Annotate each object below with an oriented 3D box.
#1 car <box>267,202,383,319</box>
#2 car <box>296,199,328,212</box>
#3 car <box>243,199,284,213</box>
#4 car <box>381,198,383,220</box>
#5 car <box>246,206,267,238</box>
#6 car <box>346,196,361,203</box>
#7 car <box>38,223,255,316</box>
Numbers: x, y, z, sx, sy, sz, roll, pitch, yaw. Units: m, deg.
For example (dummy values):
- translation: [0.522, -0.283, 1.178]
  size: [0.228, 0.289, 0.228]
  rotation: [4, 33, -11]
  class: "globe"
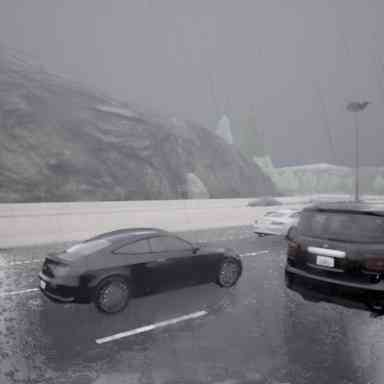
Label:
- translation: [4.310, 1.229, 7.112]
  size: [5.566, 2.045, 2.150]
  rotation: [0, 0, -38]
  class: "car"
- translation: [14.482, 1.611, 40.024]
  size: [1.994, 1.385, 4.181]
  rotation: [0, 0, 44]
  class: "car"
- translation: [8.418, 1.600, 38.824]
  size: [5.357, 1.411, 2.033]
  rotation: [0, 0, -44]
  class: "car"
- translation: [17.979, 1.378, 28.377]
  size: [4.553, 1.767, 2.097]
  rotation: [0, 0, -44]
  class: "car"
- translation: [5.013, 1.547, 16.659]
  size: [4.674, 1.442, 1.812]
  rotation: [0, 0, -39]
  class: "car"
- translation: [34.036, 1.525, 69.986]
  size: [2.128, 1.511, 4.902]
  rotation: [0, 0, 34]
  class: "car"
- translation: [-0.920, 1.539, 7.543]
  size: [4.674, 1.442, 1.812]
  rotation: [0, 0, -37]
  class: "car"
